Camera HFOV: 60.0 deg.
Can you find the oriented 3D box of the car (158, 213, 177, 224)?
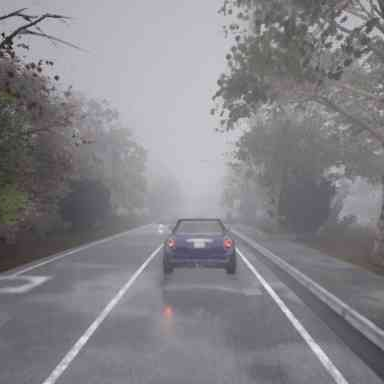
[{"bbox_3d":[-2.892,3.194,40.676,1.895,1.301,4.718,0,-3,1],"label":"car"}]

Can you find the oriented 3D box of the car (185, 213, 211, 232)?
[{"bbox_3d":[0.556,2.547,28.578,2.033,1.411,5.357,0,-3,1],"label":"car"}]

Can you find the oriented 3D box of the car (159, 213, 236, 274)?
[{"bbox_3d":[0.252,1.549,11.301,2.097,1.767,4.553,0,-2,1],"label":"car"}]
